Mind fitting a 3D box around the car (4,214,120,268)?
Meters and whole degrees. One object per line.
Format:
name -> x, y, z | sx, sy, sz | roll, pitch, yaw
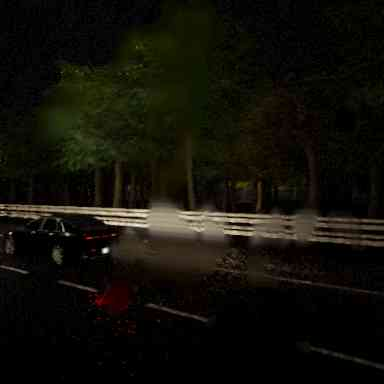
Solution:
car -> -4.584, 1.521, 11.441 | 4.892, 1.490, 1.837 | 0, 0, 36
